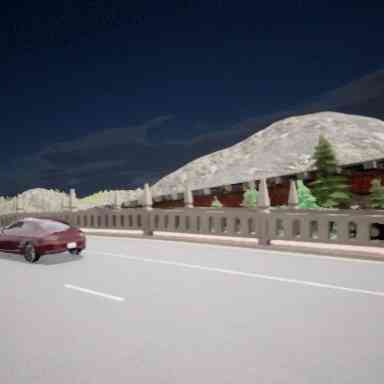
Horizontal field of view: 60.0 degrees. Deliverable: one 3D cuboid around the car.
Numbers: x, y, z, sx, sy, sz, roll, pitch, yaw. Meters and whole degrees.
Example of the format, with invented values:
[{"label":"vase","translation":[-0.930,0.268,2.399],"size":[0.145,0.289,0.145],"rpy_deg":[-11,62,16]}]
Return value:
[{"label":"car","translation":[-5.911,1.682,12.509],"size":[4.674,1.442,1.812],"rpy_deg":[-2,-1,35]}]
